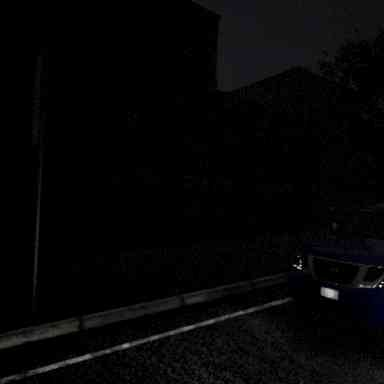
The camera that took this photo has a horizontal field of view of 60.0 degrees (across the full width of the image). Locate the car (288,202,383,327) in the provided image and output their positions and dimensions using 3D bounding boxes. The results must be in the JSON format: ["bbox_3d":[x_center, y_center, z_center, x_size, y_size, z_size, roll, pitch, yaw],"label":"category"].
[{"bbox_3d":[4.407,1.243,6.829,5.566,2.045,2.150,0,0,-35],"label":"car"}]
